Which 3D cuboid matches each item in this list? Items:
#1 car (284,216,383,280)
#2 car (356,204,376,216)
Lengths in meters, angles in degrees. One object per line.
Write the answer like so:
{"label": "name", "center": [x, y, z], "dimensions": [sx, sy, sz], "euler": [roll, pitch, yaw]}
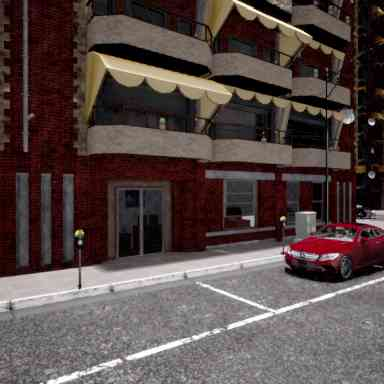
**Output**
{"label": "car", "center": [4.569, 1.582, 9.867], "dimensions": [4.206, 1.307, 1.802], "euler": [0, 0, -35]}
{"label": "car", "center": [15.520, 1.806, 32.910], "dimensions": [2.128, 1.511, 4.902], "euler": [0, -1, -36]}
